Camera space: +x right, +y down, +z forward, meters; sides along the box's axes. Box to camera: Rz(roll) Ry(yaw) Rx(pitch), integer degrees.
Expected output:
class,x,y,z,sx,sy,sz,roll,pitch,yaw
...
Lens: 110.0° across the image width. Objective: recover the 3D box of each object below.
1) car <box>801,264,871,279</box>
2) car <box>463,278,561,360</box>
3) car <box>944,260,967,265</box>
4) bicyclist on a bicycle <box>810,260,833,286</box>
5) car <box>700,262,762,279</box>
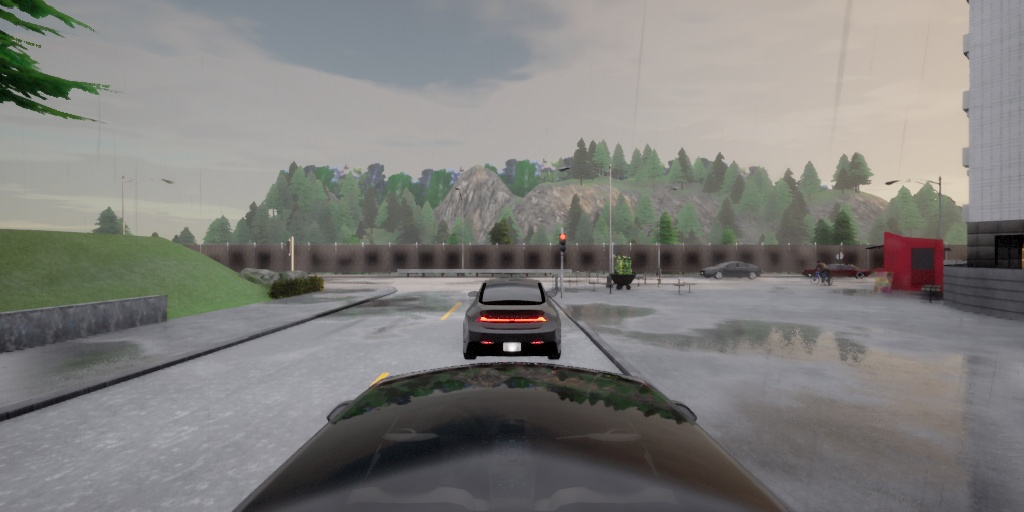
class,x,y,z,sx,sy,sz,roll,pitch,yaw
car,28.311,1.351,31.440,4.718,1.301,1.895,0,0,0
car,0.001,1.255,8.341,1.837,1.490,4.892,0,0,0
car,38.601,1.102,31.513,4.553,1.767,2.097,0,0,0
bicyclist on a bicycle,19.811,1.099,22.970,0.582,1.620,1.656,0,0,-1
car,19.055,1.255,31.363,4.892,1.490,1.837,0,0,-1
